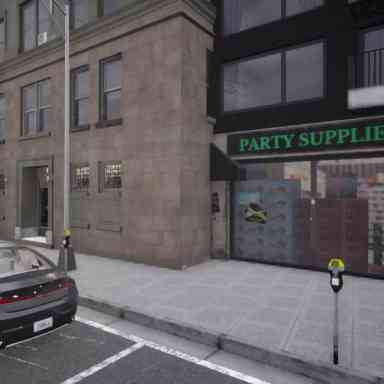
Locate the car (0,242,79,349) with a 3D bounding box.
[{"bbox_3d":[-3.788,1.551,5.746,4.403,1.369,2.008,0,0,35],"label":"car"}]
